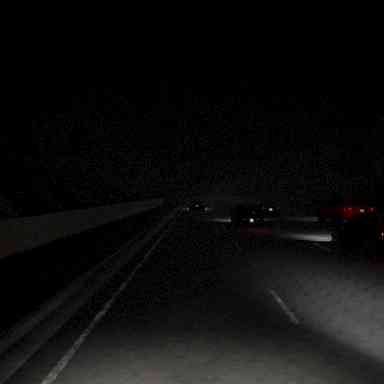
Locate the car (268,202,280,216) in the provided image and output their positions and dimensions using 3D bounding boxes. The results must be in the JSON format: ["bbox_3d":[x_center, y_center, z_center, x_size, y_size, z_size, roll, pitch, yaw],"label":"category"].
[{"bbox_3d":[7.529,1.669,33.663,1.994,1.385,4.181,0,0,1],"label":"car"}]

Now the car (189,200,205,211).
[{"bbox_3d":[0.652,1.680,42.726,1.994,1.385,4.181,0,0,1],"label":"car"}]

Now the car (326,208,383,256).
[{"bbox_3d":[7.272,1.575,13.278,1.812,1.442,4.674,0,0,1],"label":"car"}]

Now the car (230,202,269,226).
[{"bbox_3d":[3.905,1.579,24.004,1.837,1.490,4.892,0,0,1],"label":"car"}]

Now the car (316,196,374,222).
[{"bbox_3d":[10.891,1.307,23.920,2.150,2.045,5.566,0,0,0],"label":"car"}]
